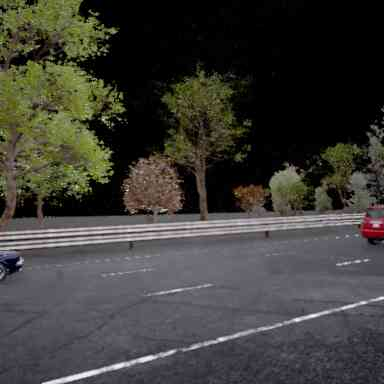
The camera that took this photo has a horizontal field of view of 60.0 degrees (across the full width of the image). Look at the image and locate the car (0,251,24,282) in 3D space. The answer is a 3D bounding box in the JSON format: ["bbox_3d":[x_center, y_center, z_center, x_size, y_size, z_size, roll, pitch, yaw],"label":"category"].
[{"bbox_3d":[-8.109,2.375,10.835,4.718,1.301,1.895,0,-3,-29],"label":"car"}]

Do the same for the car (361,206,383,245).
[{"bbox_3d":[11.274,1.702,17.316,5.566,2.045,2.150,0,-3,-28],"label":"car"}]
